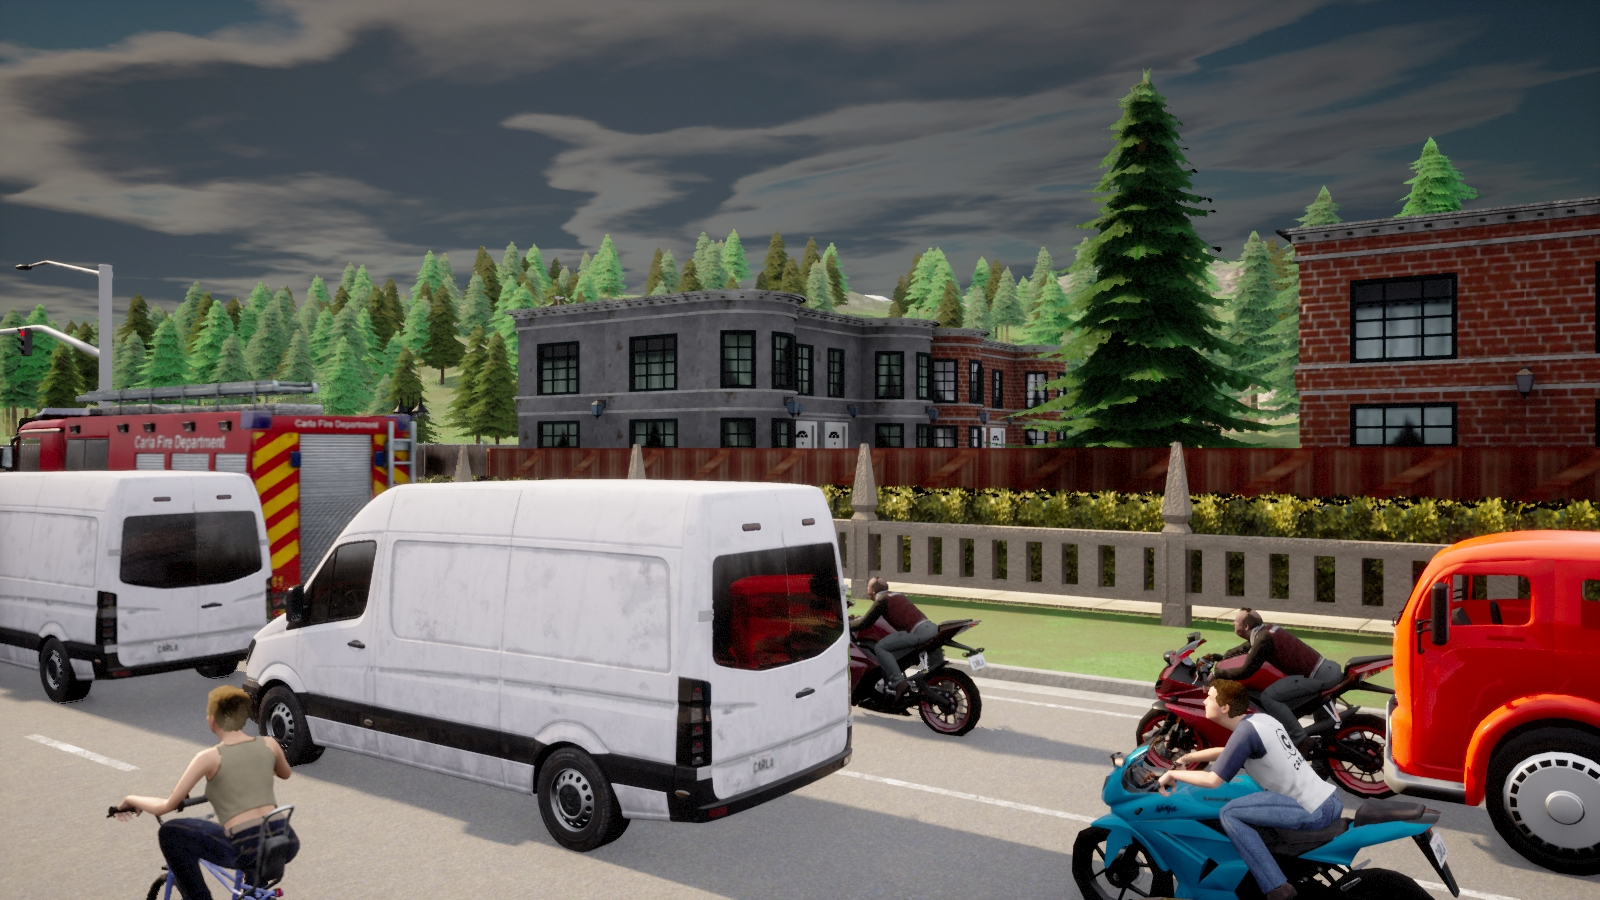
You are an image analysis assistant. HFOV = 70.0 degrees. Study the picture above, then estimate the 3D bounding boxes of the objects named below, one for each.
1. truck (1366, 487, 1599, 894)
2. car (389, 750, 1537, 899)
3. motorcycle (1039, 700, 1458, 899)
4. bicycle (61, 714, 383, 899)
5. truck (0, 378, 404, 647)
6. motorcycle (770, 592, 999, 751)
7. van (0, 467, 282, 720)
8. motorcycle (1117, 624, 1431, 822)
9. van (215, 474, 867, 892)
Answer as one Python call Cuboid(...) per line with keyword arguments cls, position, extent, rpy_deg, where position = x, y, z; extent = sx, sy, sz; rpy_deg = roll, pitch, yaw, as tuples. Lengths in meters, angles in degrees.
Cuboid(cls="truck", position=(6.832, 1.569, 7.556), extent=(5.204, 2.467, 2.627), rpy_deg=(0, 0, 35))
Cuboid(cls="car", position=(0.956, 2.066, 3.117), extent=(4.193, 1.474, 1.816), rpy_deg=(0, 0, 35))
Cuboid(cls="motorcycle", position=(2.445, 2.186, 6.345), extent=(2.033, 1.199, 0.803), rpy_deg=(0, 0, 35))
Cuboid(cls="bicycle", position=(-2.964, 2.158, 5.843), extent=(1.487, 1.277, 0.859), rpy_deg=(-1, 0, 35))
Cuboid(cls="truck", position=(-10.741, 0.890, 19.847), extent=(8.468, 3.827, 2.891), rpy_deg=(0, 0, 35))
Cuboid(cls="motorcycle", position=(0.842, 2.205, 11.741), extent=(2.209, 1.251, 0.867), rpy_deg=(0, 0, 35))
Cuboid(cls="van", position=(-9.148, 1.535, 14.461), extent=(5.915, 2.561, 1.988), rpy_deg=(0, 0, 35))
Cuboid(cls="motorcycle", position=(3.951, 2.213, 9.611), extent=(2.209, 1.251, 0.867), rpy_deg=(-4, 4, 36))
Cuboid(cls="van", position=(-2.471, 1.534, 9.781), extent=(5.915, 2.561, 1.988), rpy_deg=(0, 0, 35))
